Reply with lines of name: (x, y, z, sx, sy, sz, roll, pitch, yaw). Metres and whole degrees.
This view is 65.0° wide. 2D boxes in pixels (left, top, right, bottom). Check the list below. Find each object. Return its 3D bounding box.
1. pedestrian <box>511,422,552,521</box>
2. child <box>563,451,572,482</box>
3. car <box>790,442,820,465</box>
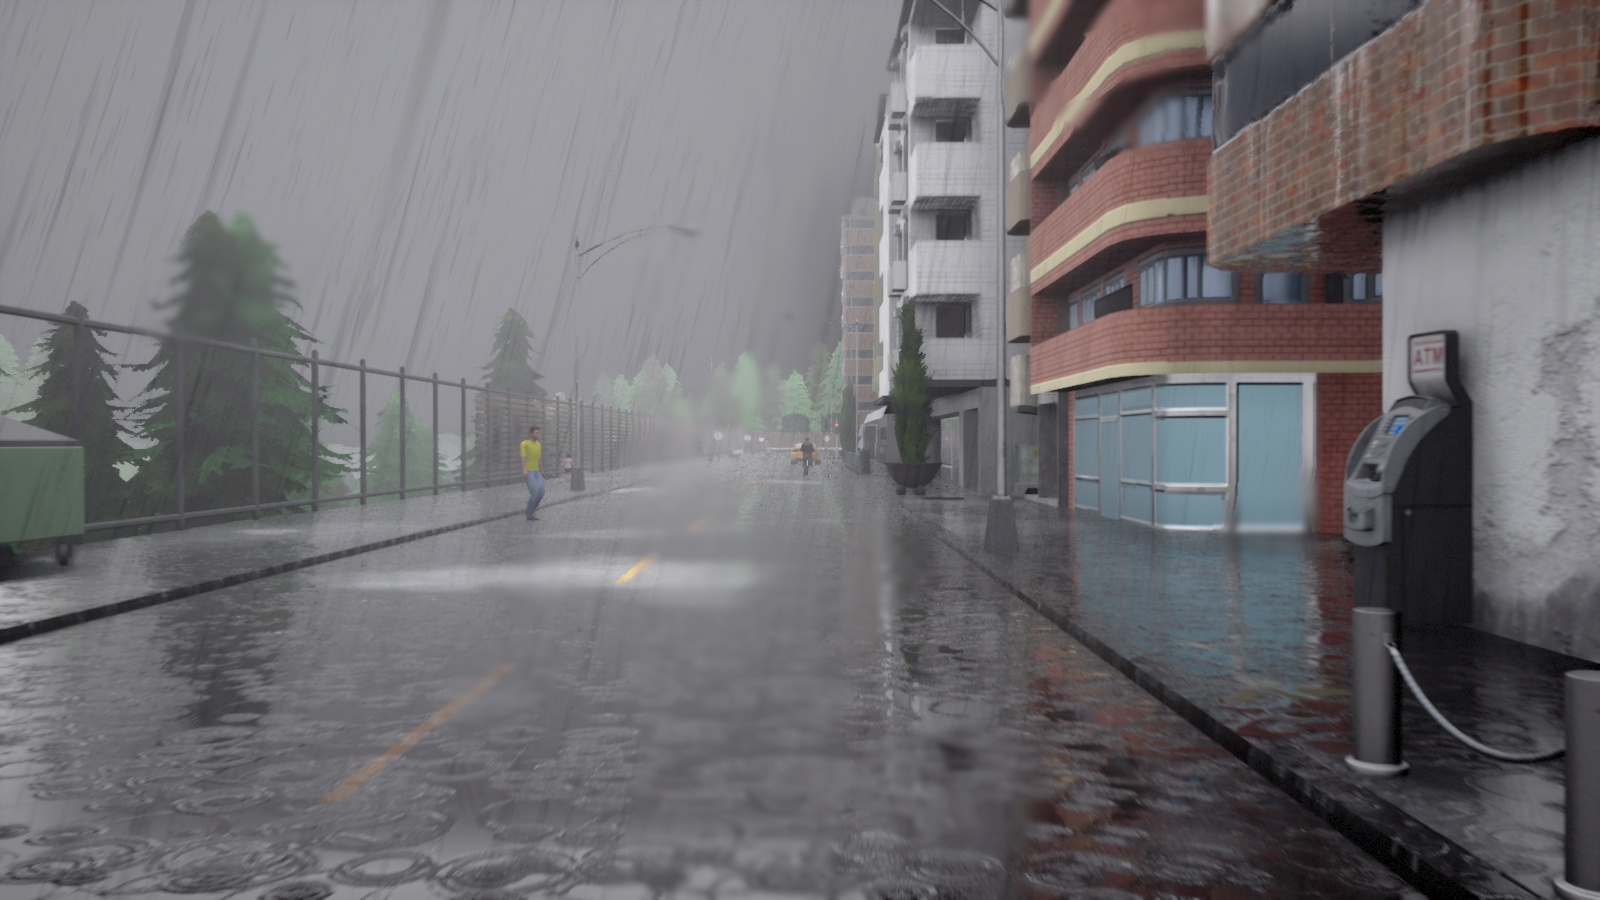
pedestrian: (-5.046, 0.392, 23.595, 0.706, 1.836, 0.354, 0, 0, 28)
child: (-8.269, 0.578, 44.718, 0.255, 1.110, 0.394, 0, 0, 1)
car: (0.402, 0.227, 88.212, 1.882, 1.535, 5.008, 0, 0, 3)
